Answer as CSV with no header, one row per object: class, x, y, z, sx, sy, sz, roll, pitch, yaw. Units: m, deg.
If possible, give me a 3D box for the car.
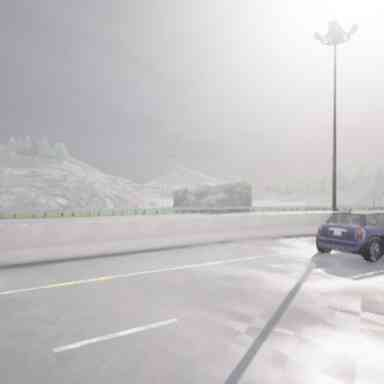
car,6.899,1.484,12.720,4.553,1.767,2.097,1,0,-31
